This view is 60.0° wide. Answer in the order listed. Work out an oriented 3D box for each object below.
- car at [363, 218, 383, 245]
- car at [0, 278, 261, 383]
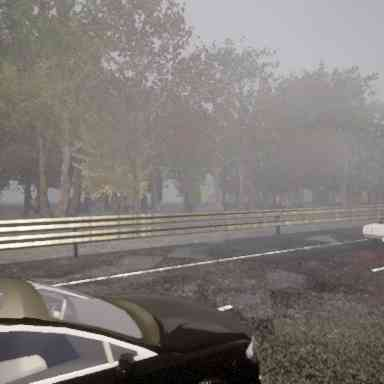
[{"bbox_3d":[9.404,1.572,14.024,4.718,1.301,1.895,0,0,-32],"label":"car"},{"bbox_3d":[-1.570,1.491,2.554,4.902,1.511,2.128,0,0,-35],"label":"car"}]
